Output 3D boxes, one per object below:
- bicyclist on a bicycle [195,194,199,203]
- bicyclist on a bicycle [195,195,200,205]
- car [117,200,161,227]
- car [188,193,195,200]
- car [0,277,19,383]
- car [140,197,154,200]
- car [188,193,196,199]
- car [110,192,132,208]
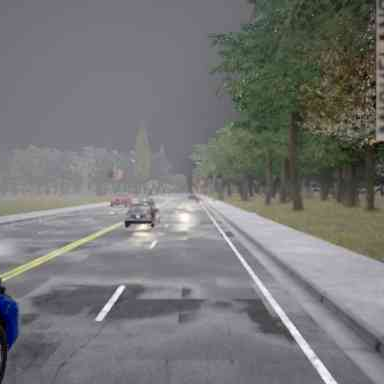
[{"bbox_3d":[0.923,1.218,62.168,0.866,1.612,1.509,0,0,0],"label":"bicyclist on a bicycle"},{"bbox_3d":[0.918,1.246,53.233,0.866,1.612,1.509,0,1,0],"label":"bicyclist on a bicycle"},{"bbox_3d":[-3.141,1.462,21.823,2.033,1.411,5.357,0,0,0],"label":"car"},{"bbox_3d":[0.023,1.222,78.855,1.837,1.490,4.892,0,0,0],"label":"car"},{"bbox_3d":[-3.150,1.214,1.622,2.150,2.045,5.566,0,0,0],"label":"car"},{"bbox_3d":[-6.560,1.389,48.424,1.994,1.385,4.181,0,0,0],"label":"car"},{"bbox_3d":[0.027,1.066,91.268,2.128,1.511,4.902,0,0,0],"label":"car"},{"bbox_3d":[-9.818,1.053,46.268,2.150,2.045,5.566,0,0,0],"label":"car"}]
